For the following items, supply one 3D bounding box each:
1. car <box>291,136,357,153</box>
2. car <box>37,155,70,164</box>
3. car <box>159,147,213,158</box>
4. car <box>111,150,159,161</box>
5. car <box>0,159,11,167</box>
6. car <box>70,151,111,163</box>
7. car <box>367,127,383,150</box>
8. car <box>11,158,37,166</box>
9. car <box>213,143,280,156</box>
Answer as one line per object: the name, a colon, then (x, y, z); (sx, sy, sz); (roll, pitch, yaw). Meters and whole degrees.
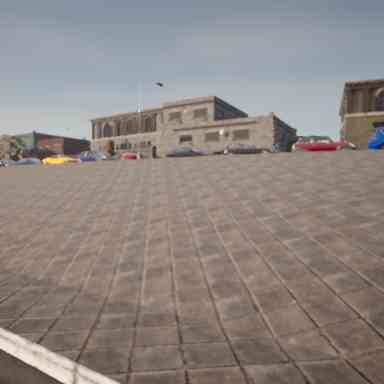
car: (9.724, -3.295, 24.576); (4.553, 1.767, 2.185); (1, 0, 26)
car: (-14.801, -3.425, 37.702); (5.008, 1.535, 2.097); (1, 0, 32)
car: (-0.189, -3.245, 29.477); (4.674, 1.452, 2.002); (1, 0, 28)
car: (-5.053, -3.301, 32.084); (4.792, 1.488, 2.163); (1, 0, 29)
car: (-24.162, -3.513, 43.660); (4.892, 1.521, 2.231); (0, 0, 34)
car: (-10.048, -3.504, 34.886); (4.553, 1.767, 2.185); (1, 0, 31)
car: (14.825, -3.332, 22.237); (5.566, 2.045, 2.435); (1, 1, 25)
car: (-19.514, -3.431, 40.631); (4.674, 1.452, 2.002); (1, 0, 33)
car: (4.644, -3.237, 27.019); (4.892, 1.521, 2.231); (1, 0, 27)
